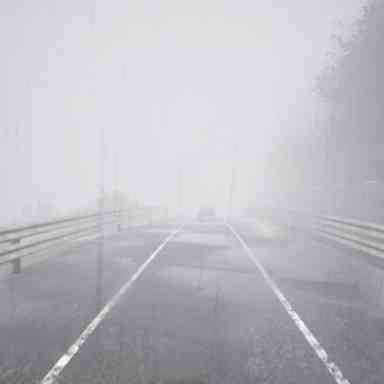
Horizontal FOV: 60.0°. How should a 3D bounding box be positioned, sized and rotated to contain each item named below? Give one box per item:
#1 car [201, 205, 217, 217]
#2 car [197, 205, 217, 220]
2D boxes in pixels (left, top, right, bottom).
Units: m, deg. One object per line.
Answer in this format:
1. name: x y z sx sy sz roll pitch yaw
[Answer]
1. car: 2.499 2.782 48.204 2.097 1.767 4.553 0 -4 5
2. car: 1.591 2.170 35.858 2.128 1.511 4.902 0 -3 4
